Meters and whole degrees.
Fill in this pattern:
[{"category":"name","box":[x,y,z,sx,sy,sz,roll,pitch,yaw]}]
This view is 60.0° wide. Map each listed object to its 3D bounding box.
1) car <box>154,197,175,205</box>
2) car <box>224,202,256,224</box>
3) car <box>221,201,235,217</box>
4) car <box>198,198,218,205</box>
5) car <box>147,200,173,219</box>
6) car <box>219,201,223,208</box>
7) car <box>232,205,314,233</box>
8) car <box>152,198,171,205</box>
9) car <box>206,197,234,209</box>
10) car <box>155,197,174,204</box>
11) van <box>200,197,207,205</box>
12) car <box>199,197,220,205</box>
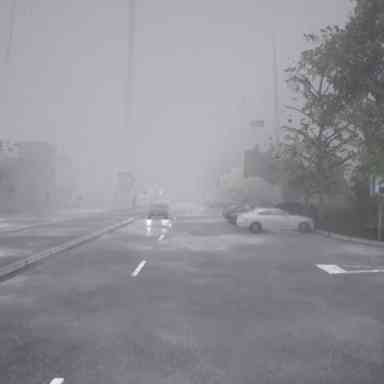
[{"category":"car","box":[-7.499,2.526,91.171,5.566,2.045,2.435,0,-2,-1]},{"category":"car","box":[5.082,1.709,23.641,5.008,1.535,2.097,0,-1,0]},{"category":"car","box":[5.070,1.742,26.915,4.892,1.521,2.231,0,-1,0]},{"category":"car","box":[4.659,2.686,95.119,5.566,2.045,2.435,0,-2,-1]},{"category":"car","box":[-3.264,1.832,32.997,1.837,1.490,4.892,0,-1,0]},{"category":"car","box":[5.072,1.812,30.190,4.674,1.452,2.002,0,-1,0]},{"category":"car","box":[5.076,1.719,20.492,4.674,1.452,2.002,0,-1,0]},{"category":"car","box":[-7.405,2.347,81.943,4.553,1.767,2.185,0,-2,-1]},{"category":"car","box":[5.097,1.881,54.526,4.553,1.767,2.185,0,-1,0]},{"category":"car","box":[-7.595,2.391,79.021,5.366,1.575,1.946,0,-2,-1]},{"category":"van","box":[4.747,2.157,78.491,4.442,1.987,1.878,0,-2,-1]},{"category":"car","box":[4.734,2.473,89.661,5.566,2.045,2.435,0,-2,-1]}]
